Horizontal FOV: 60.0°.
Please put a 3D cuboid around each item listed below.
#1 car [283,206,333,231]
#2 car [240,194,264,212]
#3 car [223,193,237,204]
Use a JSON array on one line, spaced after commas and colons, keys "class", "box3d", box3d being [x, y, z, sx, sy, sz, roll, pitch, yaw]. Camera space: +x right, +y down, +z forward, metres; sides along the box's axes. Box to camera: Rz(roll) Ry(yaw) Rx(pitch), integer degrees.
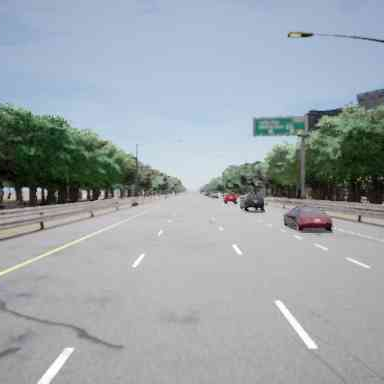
[{"class": "car", "box3d": [7.022, 1.558, 20.594, 1.994, 1.385, 4.181, 0, 0, 0]}, {"class": "car", "box3d": [7.070, 1.193, 39.402, 2.150, 2.045, 5.566, 0, 0, 0]}, {"class": "car", "box3d": [7.135, 1.172, 62.902, 2.150, 2.045, 5.566, 0, 0, 0]}]
